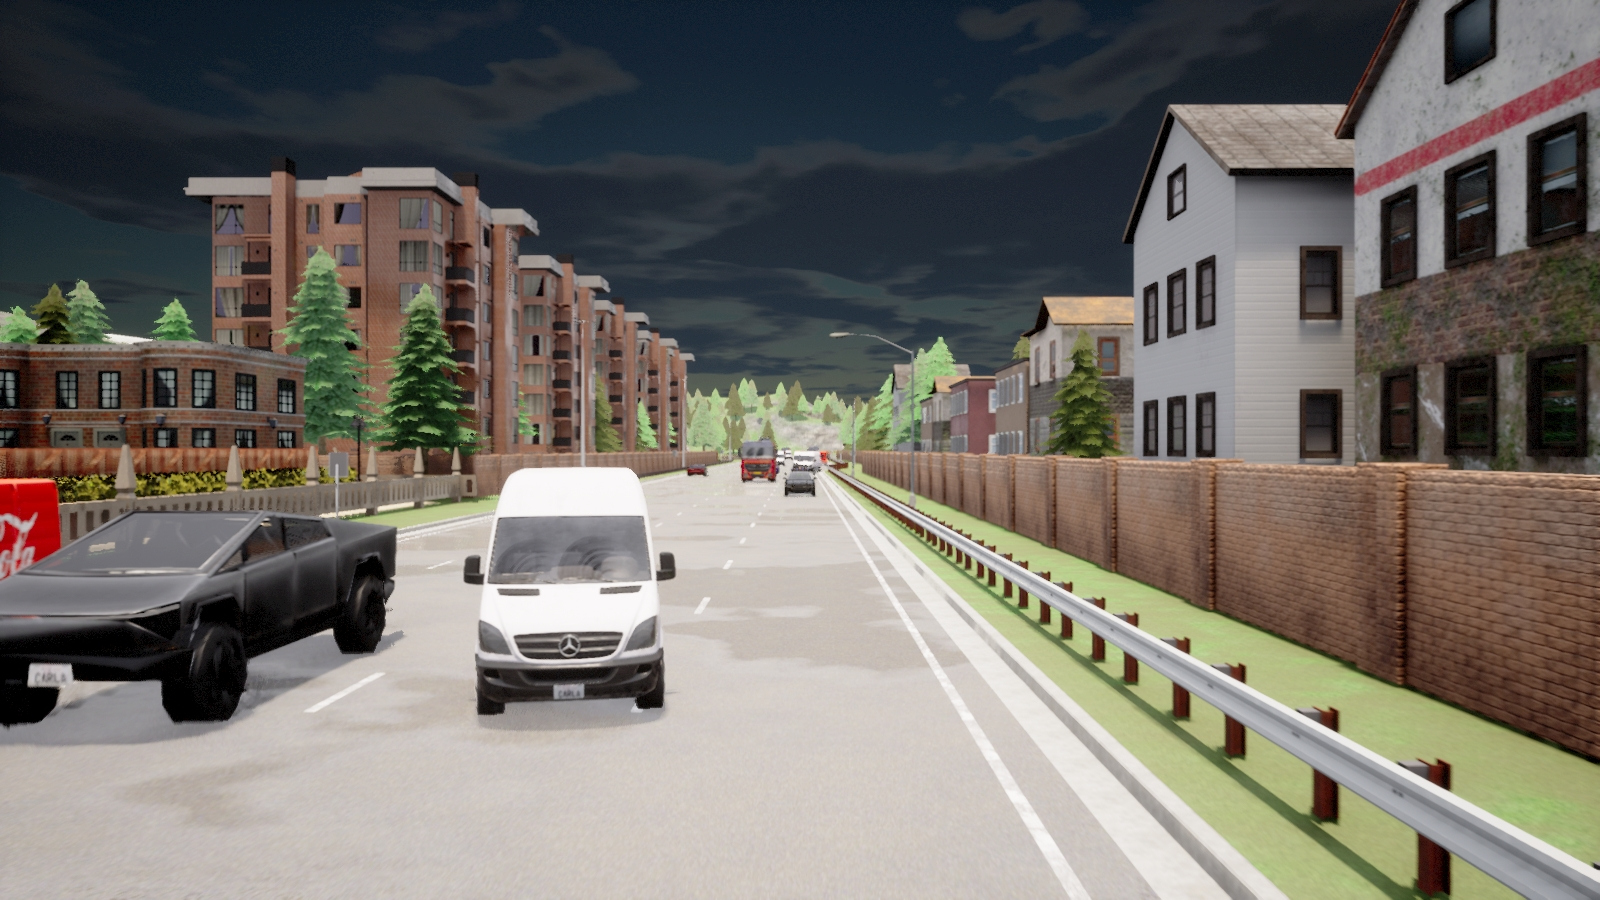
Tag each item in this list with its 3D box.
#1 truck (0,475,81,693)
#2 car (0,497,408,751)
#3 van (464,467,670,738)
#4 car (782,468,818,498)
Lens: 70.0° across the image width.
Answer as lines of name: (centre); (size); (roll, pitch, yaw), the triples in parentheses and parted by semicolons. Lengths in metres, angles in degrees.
truck: (-10.505, 1.562, 12.019); (2.627, 2.467, 5.204); (0, 0, 0)
car: (-7.000, 1.747, 13.775); (2.390, 2.098, 6.274); (0, 0, 0)
van: (-2.807, 1.529, 14.210); (1.988, 2.561, 5.915); (0, 0, -10)
car: (-0.002, 1.956, 68.890); (2.097, 1.638, 5.238); (0, 0, 0)
